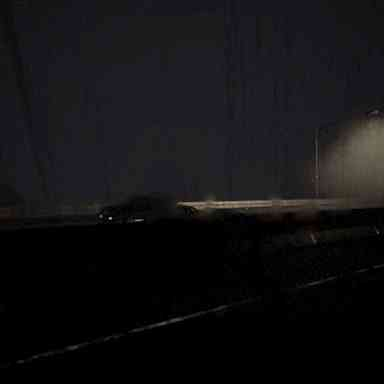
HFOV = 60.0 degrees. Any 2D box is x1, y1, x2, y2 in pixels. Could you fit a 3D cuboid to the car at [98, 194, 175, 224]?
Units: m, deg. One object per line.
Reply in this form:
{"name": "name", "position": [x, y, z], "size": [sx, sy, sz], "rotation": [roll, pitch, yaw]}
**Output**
{"name": "car", "position": [-3.559, 1.192, 22.899], "size": [5.566, 2.045, 2.150], "rotation": [0, 0, -35]}

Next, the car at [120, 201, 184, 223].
{"name": "car", "position": [-1.499, 1.476, 20.065], "size": [4.892, 1.490, 1.837], "rotation": [0, 0, -35]}

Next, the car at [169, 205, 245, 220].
{"name": "car", "position": [1.218, 1.534, 17.696], "size": [4.181, 1.385, 1.994], "rotation": [0, 0, -35]}
